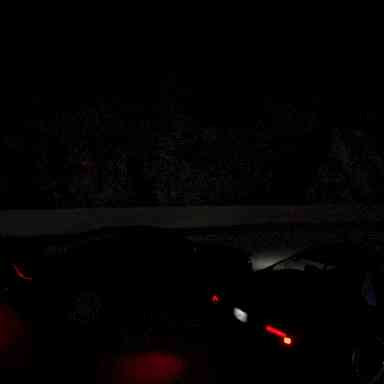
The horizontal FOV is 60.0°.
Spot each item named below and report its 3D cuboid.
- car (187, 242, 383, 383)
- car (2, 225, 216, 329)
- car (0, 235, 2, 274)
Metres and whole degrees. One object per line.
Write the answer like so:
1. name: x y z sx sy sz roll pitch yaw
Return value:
1. car: 2.812 1.532 5.150 5.357 1.411 2.033 0 0 -27
2. car: -0.972 1.434 6.869 5.008 1.535 1.882 0 0 -31
3. car: -6.137 1.470 8.067 5.357 1.411 2.033 0 0 -35
